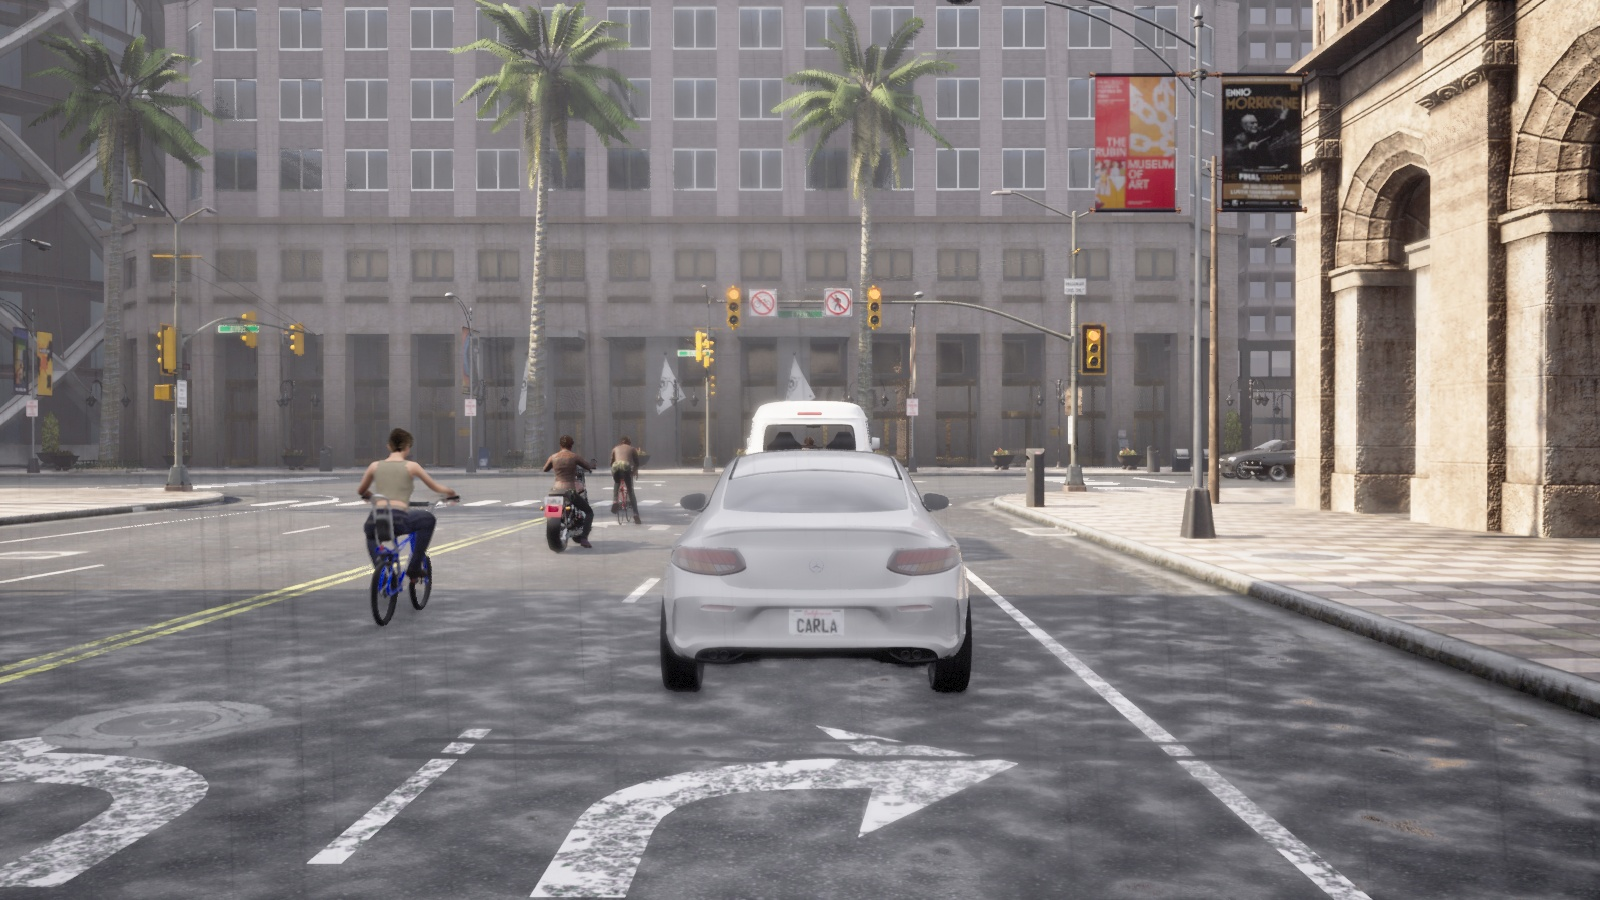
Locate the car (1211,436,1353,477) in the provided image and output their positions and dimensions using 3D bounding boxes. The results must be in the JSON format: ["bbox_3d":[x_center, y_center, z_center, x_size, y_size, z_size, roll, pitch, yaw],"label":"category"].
[{"bbox_3d":[19.711,0.250,51.521,5.027,1.651,2.152,0,0,1],"label":"car"}]

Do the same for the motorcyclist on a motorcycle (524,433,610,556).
[{"bbox_3d":[-3.299,0.593,17.981,0.766,1.649,2.350,0,0,1],"label":"motorcyclist on a motorcycle"}]

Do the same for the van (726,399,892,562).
[{"bbox_3d":[0.170,0.369,17.908,2.069,2.038,4.480,0,0,1],"label":"van"}]

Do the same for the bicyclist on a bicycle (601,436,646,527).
[{"bbox_3d":[-3.256,0.565,23.313,0.582,1.620,1.656,0,0,1],"label":"bicyclist on a bicycle"}]

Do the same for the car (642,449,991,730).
[{"bbox_3d":[0.104,0.722,8.867,1.812,1.442,4.674,0,0,0],"label":"car"}]

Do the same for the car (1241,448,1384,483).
[{"bbox_3d":[19.545,0.591,48.045,4.718,1.301,1.895,0,0,1],"label":"car"}]

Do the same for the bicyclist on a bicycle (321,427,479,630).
[{"bbox_3d":[-3.370,0.620,10.738,0.866,1.612,1.509,0,0,0],"label":"bicyclist on a bicycle"}]
